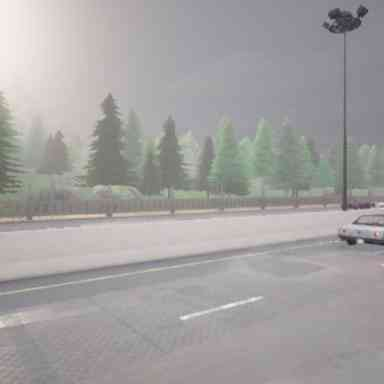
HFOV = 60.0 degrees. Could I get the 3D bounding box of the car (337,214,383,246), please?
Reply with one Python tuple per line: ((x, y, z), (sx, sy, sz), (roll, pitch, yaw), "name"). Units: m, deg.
((8.199, 1.572, 13.899), (4.718, 1.301, 1.895), (0, 0, -35), "car")
